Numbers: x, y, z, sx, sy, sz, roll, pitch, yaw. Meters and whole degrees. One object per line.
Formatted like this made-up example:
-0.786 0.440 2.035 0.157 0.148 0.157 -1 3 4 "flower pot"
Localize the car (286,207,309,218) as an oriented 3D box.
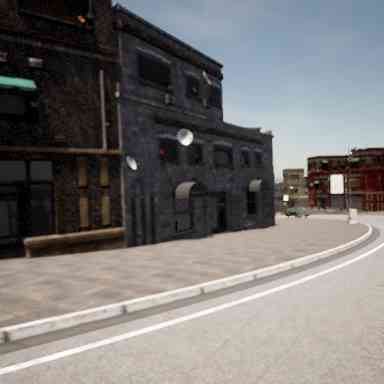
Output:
20.108 3.942 63.774 2.150 2.045 5.566 -3 -3 -14 "car"
